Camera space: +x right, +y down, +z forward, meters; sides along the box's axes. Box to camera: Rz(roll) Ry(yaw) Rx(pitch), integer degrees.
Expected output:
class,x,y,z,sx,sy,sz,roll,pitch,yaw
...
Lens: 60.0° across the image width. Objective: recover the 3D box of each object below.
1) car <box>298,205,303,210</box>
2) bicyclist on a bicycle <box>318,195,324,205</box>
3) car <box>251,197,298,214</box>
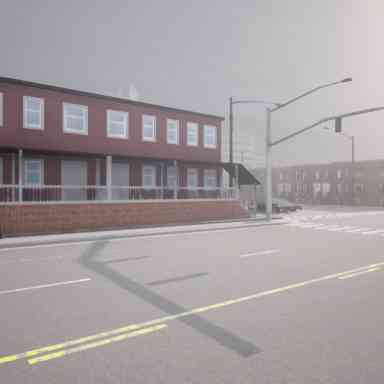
class,x,y,z,sx,sy,sz,roll,pitch,yaw
car,10.022,1.518,38.442,2.033,1.411,5.357,0,0,-36
bicyclist on a bicycle,20.340,1.278,52.365,1.656,1.620,0.582,0,0,-36
car,8.289,1.324,34.767,2.097,1.767,4.553,0,0,-34
